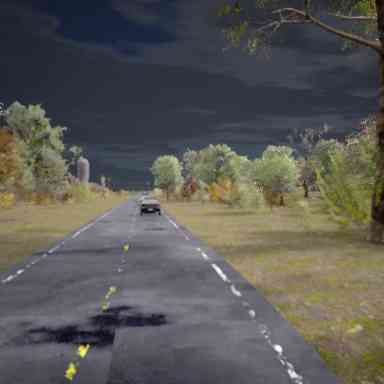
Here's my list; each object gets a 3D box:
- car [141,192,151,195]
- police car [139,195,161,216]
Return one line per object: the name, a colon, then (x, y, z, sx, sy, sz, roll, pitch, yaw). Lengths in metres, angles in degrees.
car: (-8.872, 1.098, 63.891, 2.150, 2.045, 5.566, 0, -1, -8)
police car: (-4.008, 1.343, 31.820, 1.930, 1.638, 5.238, 0, 0, -8)
